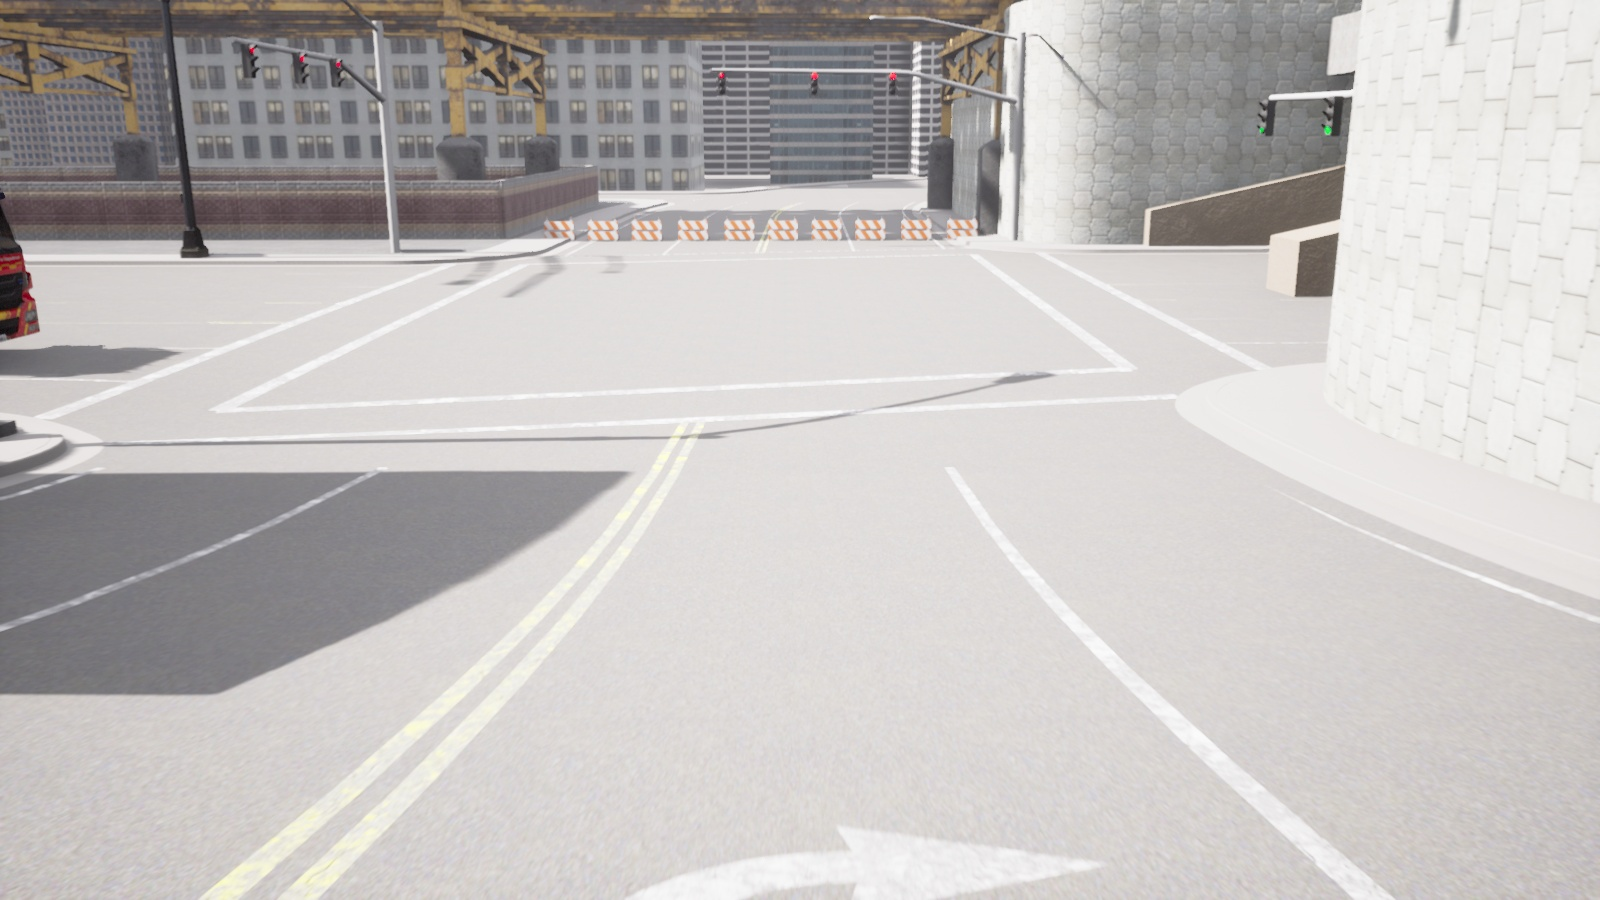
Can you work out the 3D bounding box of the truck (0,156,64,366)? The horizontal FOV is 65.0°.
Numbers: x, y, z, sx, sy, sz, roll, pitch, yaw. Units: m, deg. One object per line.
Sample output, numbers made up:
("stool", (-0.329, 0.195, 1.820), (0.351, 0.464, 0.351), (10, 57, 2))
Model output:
("truck", (-19.316, -3.589, 23.866), (8.468, 3.827, 2.891), (0, 14, 1))
